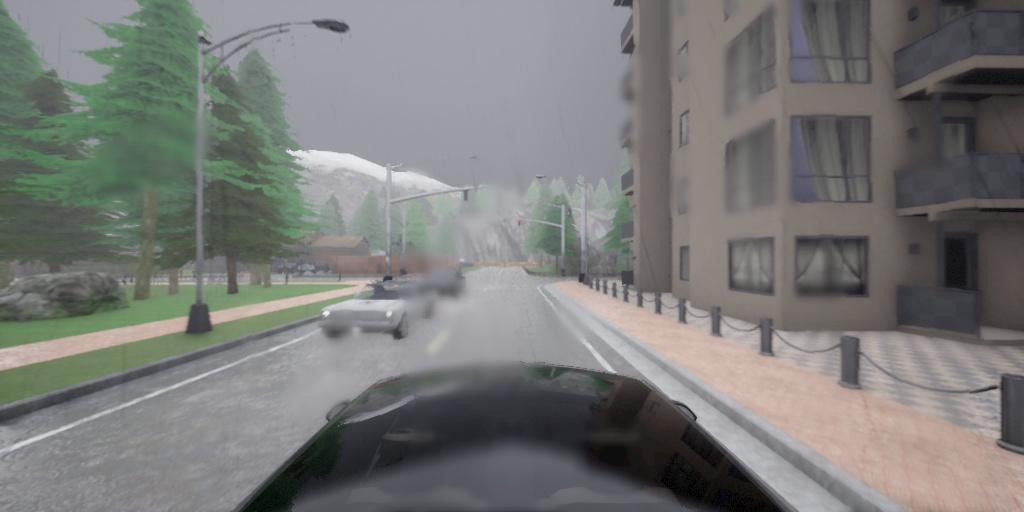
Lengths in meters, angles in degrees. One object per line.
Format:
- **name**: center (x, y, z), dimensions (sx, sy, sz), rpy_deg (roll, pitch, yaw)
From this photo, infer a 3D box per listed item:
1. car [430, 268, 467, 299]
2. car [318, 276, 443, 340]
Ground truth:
- **car**: center (-3.497, 1.402, 19.100), dimensions (1.837, 1.490, 4.892), rpy_deg (0, 0, 0)
- **car**: center (-3.522, 1.424, 10.374), dimensions (1.895, 1.301, 4.718), rpy_deg (0, -1, 0)
